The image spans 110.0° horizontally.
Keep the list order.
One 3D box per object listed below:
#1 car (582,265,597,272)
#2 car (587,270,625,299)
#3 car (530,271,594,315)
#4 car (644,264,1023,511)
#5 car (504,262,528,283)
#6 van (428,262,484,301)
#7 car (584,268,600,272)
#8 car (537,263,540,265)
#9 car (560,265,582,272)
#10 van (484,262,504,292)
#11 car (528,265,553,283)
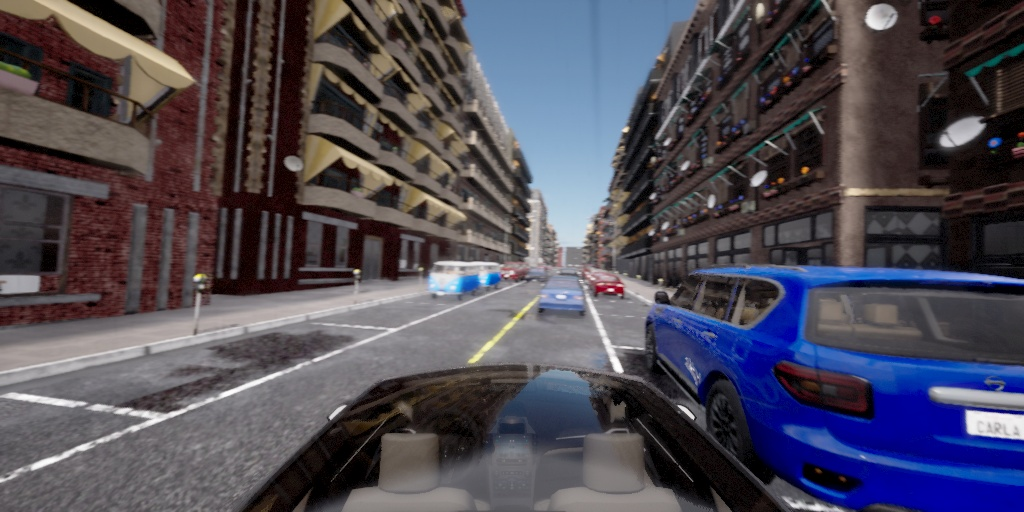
[{"bbox_3d":[7.678,1.920,33.024,1.967,1.591,4.097,0,0,10],"label":"car"},{"bbox_3d":[5.819,1.797,22.122,1.888,1.381,4.507,0,0,10],"label":"car"},{"bbox_3d":[2.180,1.558,15.277,2.033,1.411,5.357,2,-1,10],"label":"car"},{"bbox_3d":[3.328,1.150,4.777,2.150,2.045,5.566,2,-1,10],"label":"car"},{"bbox_3d":[-0.084,1.499,34.410,2.192,1.841,5.009,0,0,10],"label":"car"},{"bbox_3d":[-2.862,1.185,18.056,1.690,1.789,3.998,0,0,10],"label":"van"},{"bbox_3d":[6.745,1.910,27.573,1.888,1.381,4.507,0,0,10],"label":"car"},{"bbox_3d":[2.694,2.101,50.764,1.948,1.339,4.313,0,0,10],"label":"car"},{"bbox_3d":[5.119,1.846,32.563,1.882,1.535,5.008,2,-1,10],"label":"car"},{"bbox_3d":[-1.936,1.297,23.508,1.690,1.789,3.998,0,0,10],"label":"van"},{"bbox_3d":[2.473,1.836,34.452,2.033,1.411,5.357,2,-1,10],"label":"car"}]
